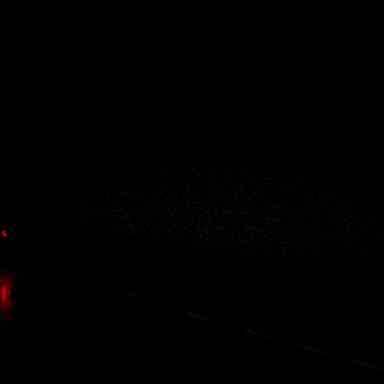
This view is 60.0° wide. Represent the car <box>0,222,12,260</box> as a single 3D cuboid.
[{"bbox_3d":[-8.143,1.431,11.878,2.097,1.767,4.553,0,-1,-44],"label":"car"}]
